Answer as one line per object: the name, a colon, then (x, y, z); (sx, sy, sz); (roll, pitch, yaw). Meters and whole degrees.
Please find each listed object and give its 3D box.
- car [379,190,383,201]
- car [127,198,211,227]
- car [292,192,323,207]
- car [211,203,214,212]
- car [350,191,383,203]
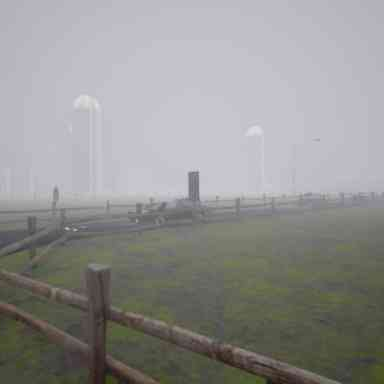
car: (28.299, 0.400, 46.876); (4.892, 1.490, 1.837); (-1, 0, -42)
car: (-1.360, 1.249, 19.787); (4.718, 1.301, 1.895); (-1, 0, -42)
car: (12.906, 0.778, 36.661); (4.892, 1.490, 1.837); (-2, 0, -42)
car: (-0.716, 1.169, 24.237); (5.357, 1.411, 2.033); (-1, 0, -42)
car: (21.041, 0.625, 40.182); (5.357, 1.411, 2.033); (-1, 0, -42)
